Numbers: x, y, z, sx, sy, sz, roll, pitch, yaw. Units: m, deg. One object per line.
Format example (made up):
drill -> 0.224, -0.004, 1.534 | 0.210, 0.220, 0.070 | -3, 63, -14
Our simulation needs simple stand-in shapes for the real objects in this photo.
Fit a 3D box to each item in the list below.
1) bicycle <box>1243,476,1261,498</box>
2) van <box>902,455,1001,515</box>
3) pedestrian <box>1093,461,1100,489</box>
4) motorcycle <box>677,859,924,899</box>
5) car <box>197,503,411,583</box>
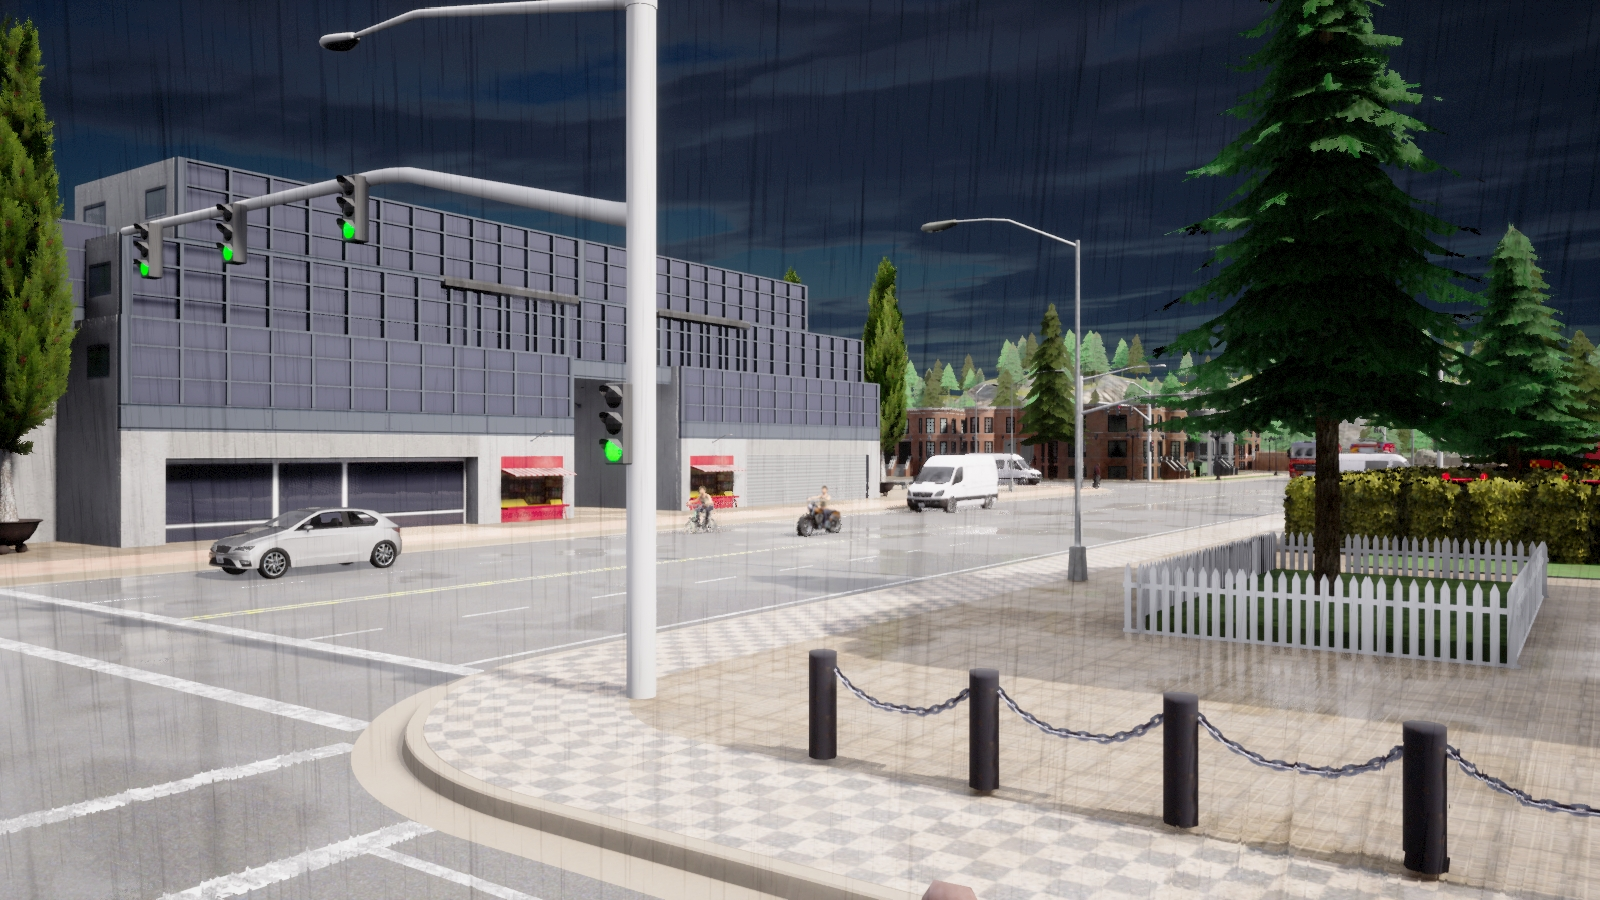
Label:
bicycle -> 26.548, 2.158, 67.074 | 0.859, 1.276, 1.487 | 0, 0, 28
van -> 7.013, 1.534, 52.364 | 1.988, 2.561, 5.915 | 0, 0, 35
pedestrian -> 19.808, 1.696, 76.244 | 0.375, 1.860, 0.375 | 0, 0, 31
motorcycle -> 0.509, 2.205, 3.428 | 2.209, 1.251, 0.867 | 0, 0, 35
car -> -11.323, 2.066, 26.349 | 1.816, 1.474, 4.193 | 0, 0, 35
